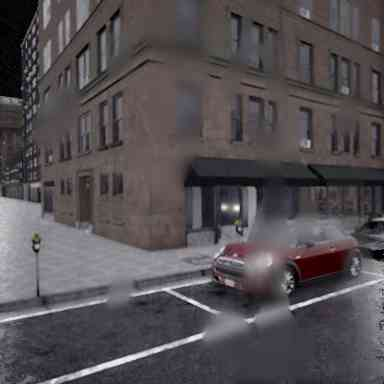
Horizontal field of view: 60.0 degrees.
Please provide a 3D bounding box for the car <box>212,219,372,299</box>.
[{"bbox_3d":[2.441,1.455,8.409,4.097,1.590,1.967,0,-1,-36],"label":"car"}]

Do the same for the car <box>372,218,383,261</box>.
[{"bbox_3d":[6.922,1.592,11.607,4.313,1.339,1.947,0,-1,-36],"label":"car"}]
